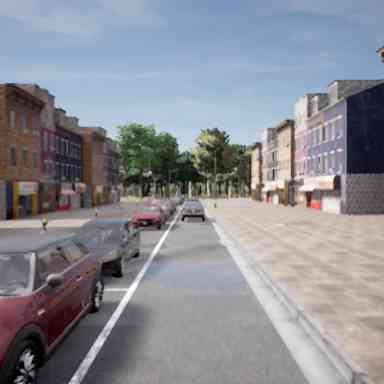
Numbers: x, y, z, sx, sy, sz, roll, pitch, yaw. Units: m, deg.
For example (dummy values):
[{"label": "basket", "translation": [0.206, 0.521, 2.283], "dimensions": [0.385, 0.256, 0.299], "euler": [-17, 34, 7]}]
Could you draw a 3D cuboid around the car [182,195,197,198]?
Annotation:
[{"label": "car", "translation": [0.097, 1.422, 46.553], "dimensions": [2.128, 1.511, 4.902], "euler": [0, 0, 0]}]

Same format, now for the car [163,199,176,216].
[{"label": "car", "translation": [-2.645, 1.505, 26.409], "dimensions": [2.008, 1.369, 4.403], "euler": [-1, 0, 0]}]

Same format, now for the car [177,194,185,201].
[{"label": "car", "translation": [-2.644, 1.340, 80.758], "dimensions": [1.967, 1.590, 4.097], "euler": [-1, 0, 0]}]

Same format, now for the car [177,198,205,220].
[{"label": "car", "translation": [0.103, 1.501, 27.191], "dimensions": [2.033, 1.411, 5.357], "euler": [0, 0, 0]}]

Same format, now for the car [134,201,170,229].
[{"label": "car", "translation": [-2.645, 1.507, 20.974], "dimensions": [1.887, 1.381, 4.507], "euler": [-1, 0, 0]}]

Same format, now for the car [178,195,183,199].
[{"label": "car", "translation": [-2.644, 1.473, 53.583], "dimensions": [2.008, 1.369, 4.403], "euler": [-1, 0, 0]}]

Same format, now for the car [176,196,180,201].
[{"label": "car", "translation": [-2.644, 1.506, 37.279], "dimensions": [1.947, 1.339, 4.313], "euler": [-1, 0, 0]}]

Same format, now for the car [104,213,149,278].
[{"label": "car", "translation": [-2.645, 1.546, 10.105], "dimensions": [1.947, 1.339, 4.313], "euler": [-1, 0, 0]}]

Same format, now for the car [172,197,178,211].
[{"label": "car", "translation": [-2.645, 1.492, 31.844], "dimensions": [1.887, 1.381, 4.507], "euler": [-1, 0, 0]}]

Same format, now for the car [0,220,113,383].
[{"label": "car", "translation": [-2.647, 1.430, 4.670], "dimensions": [1.967, 1.590, 4.097], "euler": [-1, 0, 0]}]

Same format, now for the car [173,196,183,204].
[{"label": "car", "translation": [-2.643, 1.495, 64.453], "dimensions": [1.802, 1.307, 4.206], "euler": [-1, 0, 0]}]

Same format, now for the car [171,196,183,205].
[{"label": "car", "translation": [-2.644, 1.483, 59.018], "dimensions": [1.947, 1.339, 4.313], "euler": [-1, 0, 0]}]

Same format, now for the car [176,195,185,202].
[{"label": "car", "translation": [-2.643, 1.470, 75.323], "dimensions": [1.947, 1.339, 4.313], "euler": [-1, 0, 0]}]
